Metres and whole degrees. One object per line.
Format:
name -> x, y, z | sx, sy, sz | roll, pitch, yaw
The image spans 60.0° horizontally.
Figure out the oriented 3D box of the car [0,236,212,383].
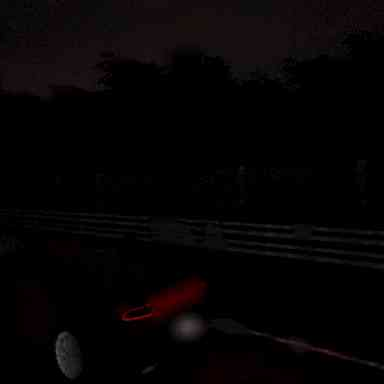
car -> -2.059, 1.478, 5.458 | 5.008, 1.535, 1.882 | 0, 0, 35
